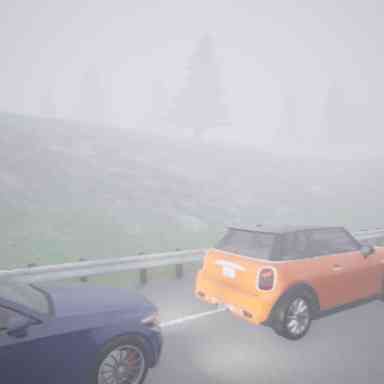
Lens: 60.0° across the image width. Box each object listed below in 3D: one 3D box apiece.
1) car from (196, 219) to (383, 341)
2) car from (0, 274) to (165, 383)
[{"bbox_3d":[2.373,1.372,6.780,4.553,1.767,2.097,0,0,-34],"label":"car"},{"bbox_3d":[-2.516,1.519,3.377,4.674,1.442,1.812,0,0,-35],"label":"car"}]
